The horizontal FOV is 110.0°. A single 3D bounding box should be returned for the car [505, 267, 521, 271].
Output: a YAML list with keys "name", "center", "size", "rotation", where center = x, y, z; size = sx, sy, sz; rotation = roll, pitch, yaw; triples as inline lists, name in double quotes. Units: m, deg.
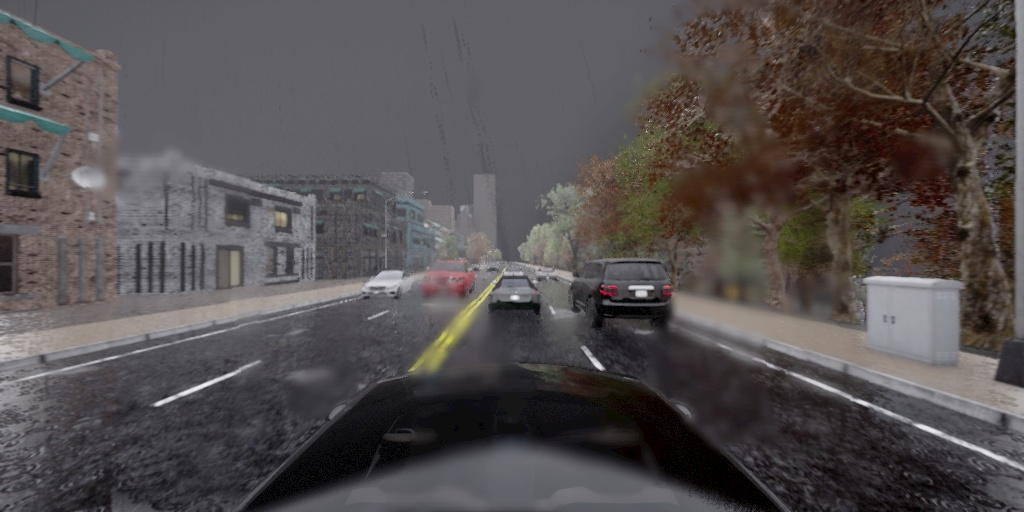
- name: "car"
  center: [0.128, 1.805, 36.033]
  size: [1.895, 1.301, 4.718]
  rotation: [0, -1, 0]

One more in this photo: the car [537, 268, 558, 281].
- name: "car"
  center: [3.377, 1.805, 35.999]
  size: [1.895, 1.301, 4.718]
  rotation: [0, -1, 0]

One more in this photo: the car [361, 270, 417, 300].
- name: "car"
  center: [-6.574, 1.513, 19.714]
  size: [1.812, 1.442, 4.674]
  rotation: [0, -1, 0]

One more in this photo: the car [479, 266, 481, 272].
- name: "car"
  center: [-6.490, 2.136, 61.112]
  size: [1.895, 1.301, 4.718]
  rotation: [0, -1, 1]

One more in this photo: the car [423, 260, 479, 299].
- name: "car"
  center: [-3.337, 1.214, 20.046]
  size: [2.150, 2.045, 5.566]
  rotation: [0, -1, 0]

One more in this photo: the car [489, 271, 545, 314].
- name: "car"
  center: [0.107, 1.488, 14.840]
  size: [1.994, 1.385, 4.181]
  rotation: [0, -1, 0]

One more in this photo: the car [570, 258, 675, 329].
- name: "car"
  center: [3.352, 1.107, 11.951]
  size: [2.150, 2.045, 5.566]
  rotation: [0, -1, 0]

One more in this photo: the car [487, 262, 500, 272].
- name: "car"
  center: [-3.238, 1.906, 62.550]
  size: [2.097, 1.767, 4.553]
  rotation: [0, -1, 1]
